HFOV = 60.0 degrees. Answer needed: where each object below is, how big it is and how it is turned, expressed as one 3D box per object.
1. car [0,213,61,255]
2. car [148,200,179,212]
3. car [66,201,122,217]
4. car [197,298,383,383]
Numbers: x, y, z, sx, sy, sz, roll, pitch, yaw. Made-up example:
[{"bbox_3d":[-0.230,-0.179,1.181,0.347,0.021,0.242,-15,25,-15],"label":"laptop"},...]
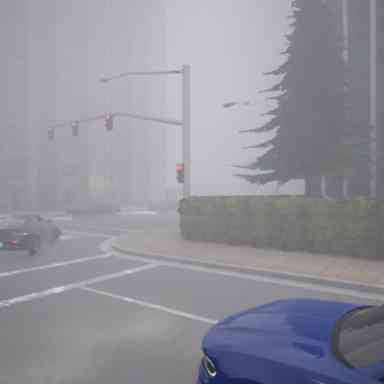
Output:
[{"bbox_3d":[-6.657,1.545,13.055,1.812,1.442,4.674,-1,0,-10],"label":"car"},{"bbox_3d":[-3.338,1.602,39.721,1.994,1.385,4.181,0,0,36],"label":"car"},{"bbox_3d":[-9.182,1.586,31.720,2.033,1.411,5.357,0,0,36],"label":"car"},{"bbox_3d":[2.345,1.476,2.321,5.008,1.535,1.882,0,0,35],"label":"car"}]
